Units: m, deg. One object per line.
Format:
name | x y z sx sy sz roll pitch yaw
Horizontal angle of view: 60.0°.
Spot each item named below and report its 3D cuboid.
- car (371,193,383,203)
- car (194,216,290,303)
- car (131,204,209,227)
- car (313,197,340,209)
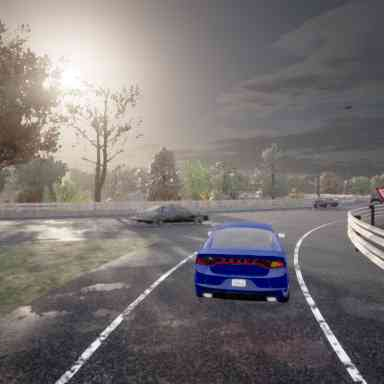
car | 37.855 1.225 67.991 2.150 2.045 5.566 0 0 31
car | 1.323 1.478 8.389 1.882 1.535 5.008 0 0 11
car | -1.451 1.546 22.873 5.357 1.411 2.033 0 0 -28
car | 18.188 1.501 44.794 4.892 1.490 1.837 0 0 -41
